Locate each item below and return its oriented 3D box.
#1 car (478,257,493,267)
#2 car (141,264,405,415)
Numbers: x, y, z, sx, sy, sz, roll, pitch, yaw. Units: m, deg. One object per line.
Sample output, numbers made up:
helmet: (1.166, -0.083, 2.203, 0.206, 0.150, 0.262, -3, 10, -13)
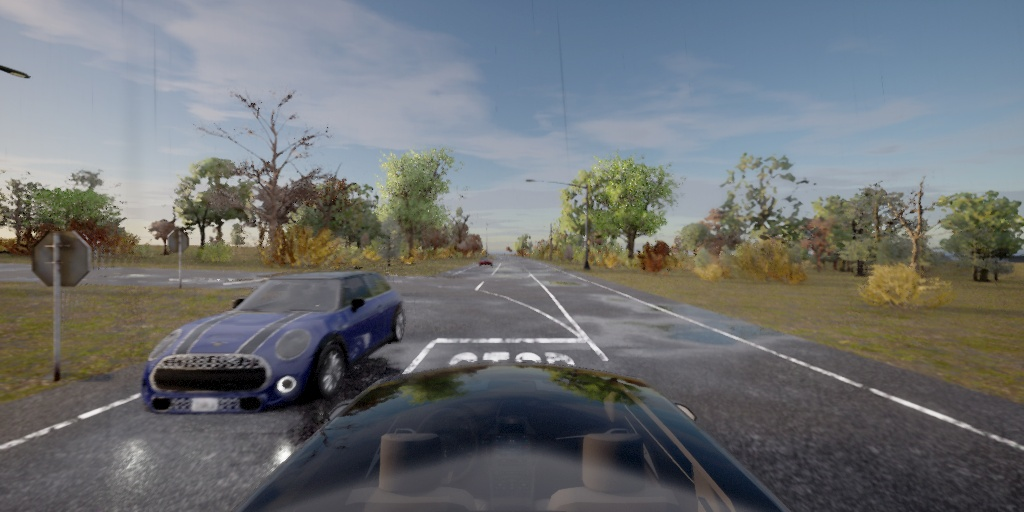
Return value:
car: (-3.605, 0.854, 49.584, 1.895, 1.301, 4.718, 0, 1, 0)
car: (-3.500, 1.071, 6.319, 2.097, 1.767, 4.553, 0, 1, 0)
